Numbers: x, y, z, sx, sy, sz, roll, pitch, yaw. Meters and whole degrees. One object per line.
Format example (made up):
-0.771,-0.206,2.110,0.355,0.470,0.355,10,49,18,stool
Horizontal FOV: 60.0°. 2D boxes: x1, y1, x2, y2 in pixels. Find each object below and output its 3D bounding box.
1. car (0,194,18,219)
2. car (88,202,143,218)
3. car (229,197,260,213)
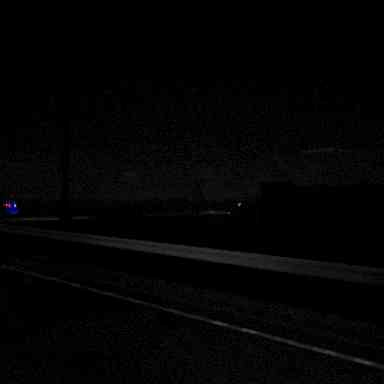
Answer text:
-17.042,1.214,26.687,5.566,2.045,2.150,0,0,-9,car
-6.902,1.595,29.924,4.718,1.301,1.895,0,0,-26,car
6.342,1.350,37.118,4.553,1.767,2.097,0,0,-29,car
